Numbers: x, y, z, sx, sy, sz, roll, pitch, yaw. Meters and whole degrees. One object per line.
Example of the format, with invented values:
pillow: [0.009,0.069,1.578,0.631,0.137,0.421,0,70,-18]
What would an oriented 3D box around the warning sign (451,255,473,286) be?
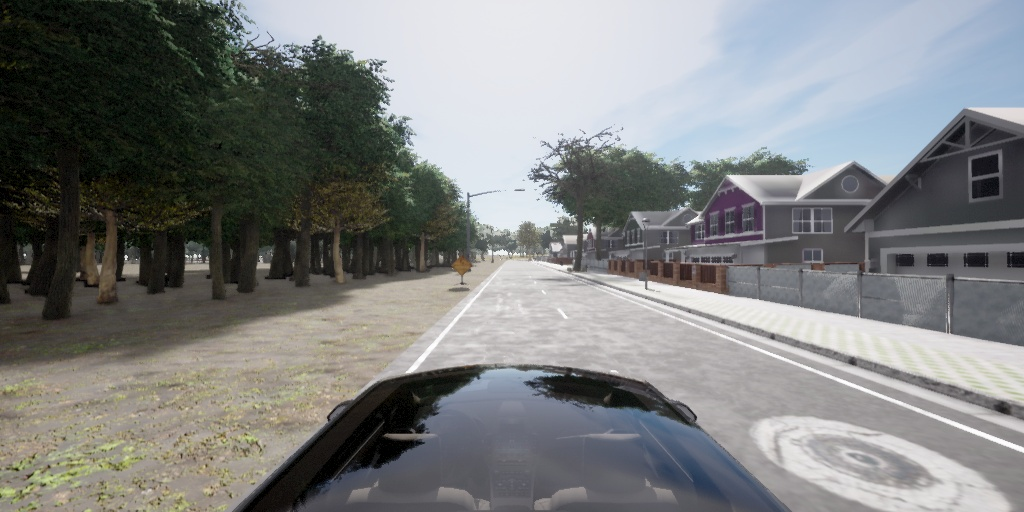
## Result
warning sign: [-3.049,0.865,21.967,1.300,1.860,1.060,0,0,0]
